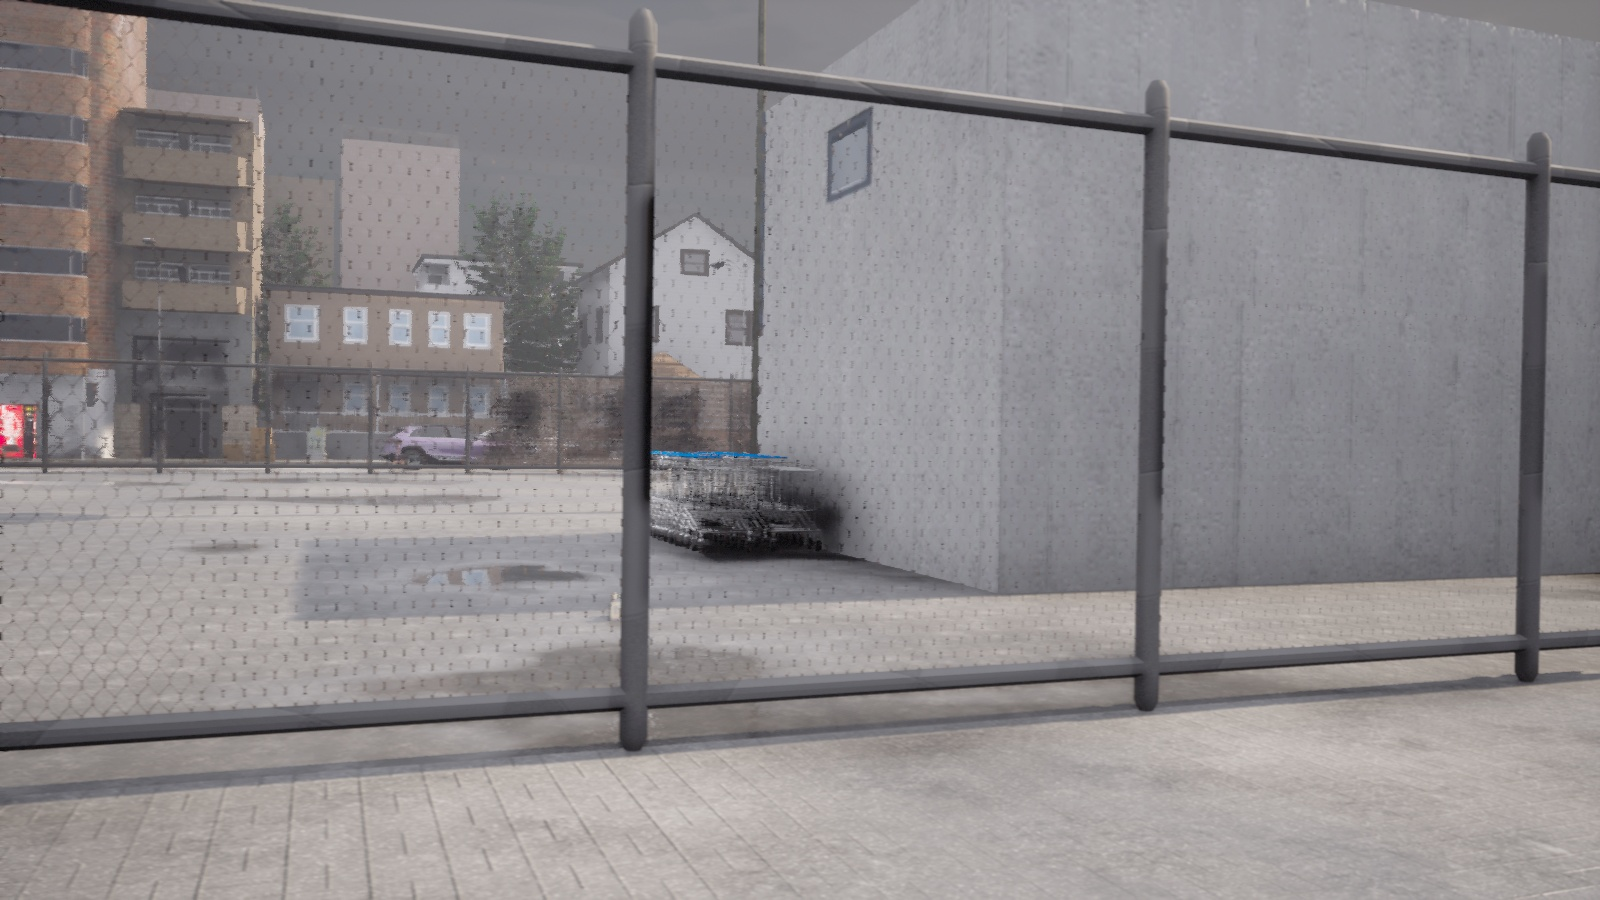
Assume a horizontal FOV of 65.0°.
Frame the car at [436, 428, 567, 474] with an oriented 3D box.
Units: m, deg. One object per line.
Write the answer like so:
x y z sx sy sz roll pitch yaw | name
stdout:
-11.400 0.021 47.914 4.611 1.667 2.242 -1 1 -21 | car

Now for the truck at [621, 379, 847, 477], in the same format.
-2.483 -0.849 47.089 7.936 3.462 2.891 -1 1 -18 | truck

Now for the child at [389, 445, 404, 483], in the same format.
-12.108 0.419 37.709 0.394 1.110 0.255 -1 1 -21 | child

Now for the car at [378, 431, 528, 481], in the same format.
-12.018 0.175 43.442 4.856 1.649 2.033 -1 1 -19 | car
